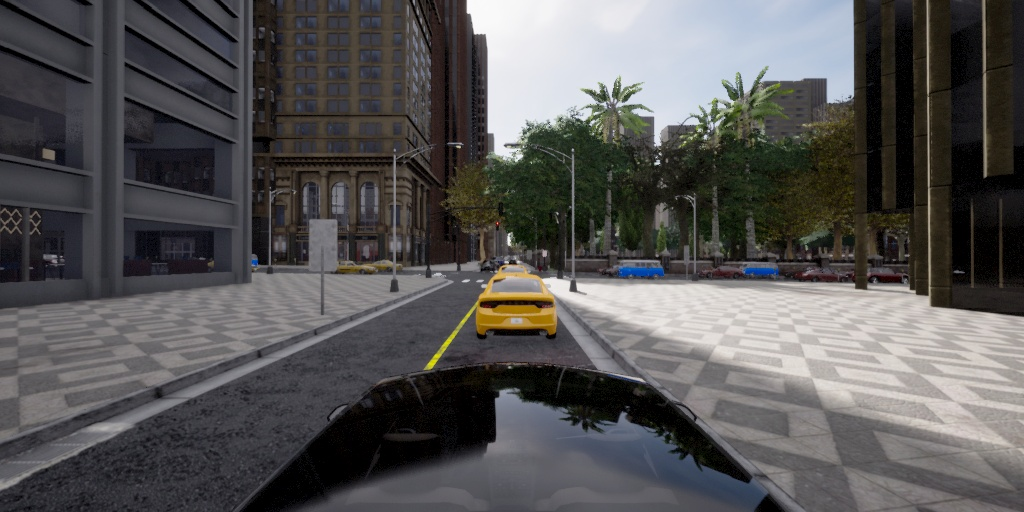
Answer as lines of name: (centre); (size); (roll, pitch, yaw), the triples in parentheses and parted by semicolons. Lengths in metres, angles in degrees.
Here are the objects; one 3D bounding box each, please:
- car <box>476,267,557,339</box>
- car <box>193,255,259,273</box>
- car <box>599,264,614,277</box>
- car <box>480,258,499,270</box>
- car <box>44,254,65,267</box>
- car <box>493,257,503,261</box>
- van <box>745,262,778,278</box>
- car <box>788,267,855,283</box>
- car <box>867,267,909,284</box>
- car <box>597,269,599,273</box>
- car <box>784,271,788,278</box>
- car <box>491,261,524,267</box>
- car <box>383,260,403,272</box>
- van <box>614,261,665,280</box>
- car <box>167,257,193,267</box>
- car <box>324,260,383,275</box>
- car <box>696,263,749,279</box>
car: (0.111, 1.232, 10.124); (1.882, 1.535, 5.008); (0, 0, 0)
car: (-26.319, 0.874, 33.408); (4.829, 1.417, 1.751); (0, 0, 0)
car: (12.639, 1.574, 39.035); (5.357, 1.411, 2.033); (1, 0, 0)
car: (-3.000, 1.304, 45.426); (1.837, 1.490, 4.892); (0, 0, 0)
car: (-43.500, 0.514, 33.513); (4.097, 1.591, 1.967); (0, 0, 0)
car: (-2.971, 1.360, 57.816); (1.812, 1.442, 4.674); (0, 0, 1)
van: (28.550, 1.646, 41.598); (3.998, 1.789, 1.690); (0, 0, 0)
car: (28.509, 1.836, 33.072); (4.207, 1.307, 1.802); (0, 0, 0)
car: (34.033, 1.785, 33.038); (4.097, 1.591, 1.967); (0, 0, 0)
car: (11.980, 1.613, 41.699); (4.207, 1.307, 1.802); (0, 0, 0)
car: (33.042, 1.911, 38.901); (5.357, 1.411, 2.033); (1, 0, 1)
car: (0.041, 1.238, 20.184); (1.882, 1.535, 5.008); (0, 0, 0)
car: (-15.276, 1.110, 41.866); (4.829, 1.417, 1.751); (0, 0, 0)
van: (11.939, 1.322, 33.173); (3.998, 1.789, 1.690); (0, 0, 0)
car: (-37.785, 0.782, 42.004); (4.313, 1.339, 1.948); (0, 0, 0)
car: (-14.978, 1.059, 33.338); (4.829, 1.417, 1.751); (0, 0, 0)
car: (22.599, 1.717, 38.974); (4.674, 1.442, 1.812); (1, 0, 0)
